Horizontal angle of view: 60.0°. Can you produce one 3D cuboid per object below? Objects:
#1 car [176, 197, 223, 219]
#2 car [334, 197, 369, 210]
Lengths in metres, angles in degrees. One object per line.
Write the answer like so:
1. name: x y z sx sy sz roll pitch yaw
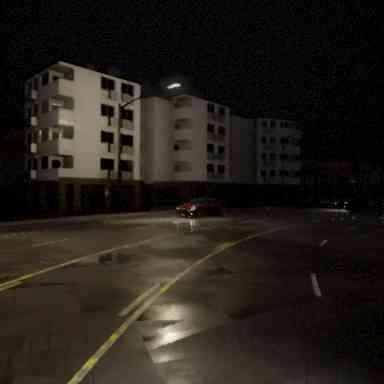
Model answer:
1. car: 0.714 1.302 28.609 2.097 1.767 4.553 1 0 41
2. car: 21.060 1.453 43.899 4.553 1.767 2.097 0 0 -23
